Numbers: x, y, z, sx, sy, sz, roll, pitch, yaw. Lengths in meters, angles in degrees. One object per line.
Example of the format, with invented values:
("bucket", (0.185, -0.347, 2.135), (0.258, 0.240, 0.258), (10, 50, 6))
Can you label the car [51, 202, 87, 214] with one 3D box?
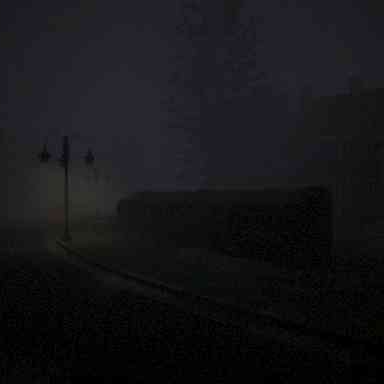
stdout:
("car", (-14.160, 1.786, 38.713), (1.895, 1.301, 4.718), (0, -1, 12))
